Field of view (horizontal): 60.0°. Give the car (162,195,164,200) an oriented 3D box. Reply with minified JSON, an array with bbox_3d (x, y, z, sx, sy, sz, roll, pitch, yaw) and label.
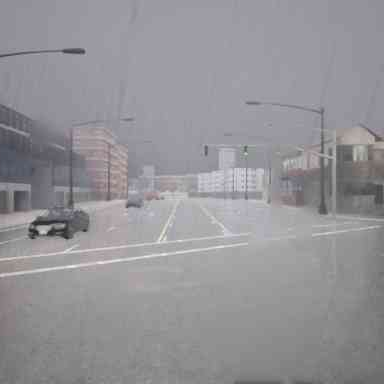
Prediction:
[{"bbox_3d":[-8.470,1.463,89.954,2.128,1.511,4.902,0,-1,-1],"label":"car"}]

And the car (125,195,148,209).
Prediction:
[{"bbox_3d":[-7.343,1.416,43.015,2.033,1.411,5.357,0,1,-1],"label":"car"}]

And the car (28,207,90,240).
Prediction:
[{"bbox_3d":[-6.729,1.546,17.346,2.128,1.511,4.902,0,0,-1],"label":"car"}]

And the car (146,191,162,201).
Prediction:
[{"bbox_3d":[-7.926,0.767,67.368,2.150,2.045,5.566,0,0,-1],"label":"car"}]
